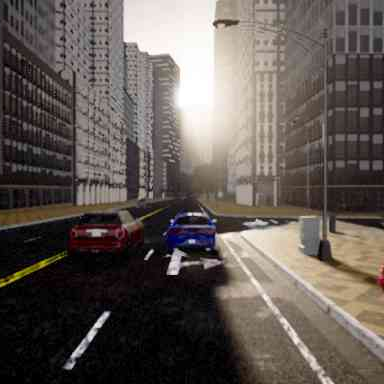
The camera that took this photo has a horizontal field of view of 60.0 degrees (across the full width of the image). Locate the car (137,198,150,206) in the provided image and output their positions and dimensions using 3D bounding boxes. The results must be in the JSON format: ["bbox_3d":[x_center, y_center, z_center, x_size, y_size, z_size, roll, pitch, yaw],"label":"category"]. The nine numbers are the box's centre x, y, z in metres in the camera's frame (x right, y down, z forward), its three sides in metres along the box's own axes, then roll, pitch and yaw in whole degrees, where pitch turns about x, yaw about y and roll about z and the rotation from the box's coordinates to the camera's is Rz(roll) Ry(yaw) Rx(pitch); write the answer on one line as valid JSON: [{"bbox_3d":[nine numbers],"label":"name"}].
[{"bbox_3d":[-9.735,2.004,67.069,2.097,1.767,4.553,0,-1,0],"label":"car"}]

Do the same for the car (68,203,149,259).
[{"bbox_3d":[-3.218,1.482,13.404,2.097,1.767,4.553,0,-1,1],"label":"car"}]

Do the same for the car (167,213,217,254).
[{"bbox_3d":[0.056,1.616,14.245,1.882,1.535,5.008,0,0,1],"label":"car"}]

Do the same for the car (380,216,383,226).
[{"bbox_3d":[15.928,2.060,23.933,4.403,1.369,2.008,1,0,-1],"label":"car"}]
